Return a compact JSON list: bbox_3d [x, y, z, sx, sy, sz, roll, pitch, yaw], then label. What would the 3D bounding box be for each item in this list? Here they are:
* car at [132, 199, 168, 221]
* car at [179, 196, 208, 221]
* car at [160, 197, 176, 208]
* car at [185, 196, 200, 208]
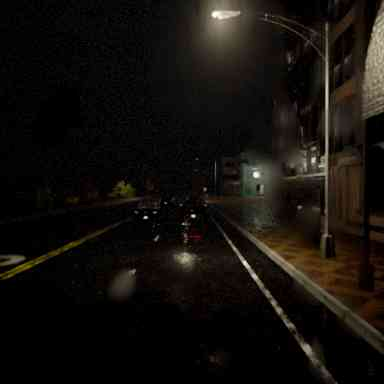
[{"bbox_3d":[-3.153,1.426,24.881,1.895,1.301,4.718,0,0,0],"label":"car"},{"bbox_3d":[0.097,1.331,24.933,1.837,1.490,4.892,0,1,0],"label":"car"},{"bbox_3d":[-3.157,1.268,41.877,1.994,1.385,4.181,0,0,0],"label":"car"},{"bbox_3d":[0.083,1.230,41.964,1.812,1.442,4.674,0,0,0],"label":"car"}]
